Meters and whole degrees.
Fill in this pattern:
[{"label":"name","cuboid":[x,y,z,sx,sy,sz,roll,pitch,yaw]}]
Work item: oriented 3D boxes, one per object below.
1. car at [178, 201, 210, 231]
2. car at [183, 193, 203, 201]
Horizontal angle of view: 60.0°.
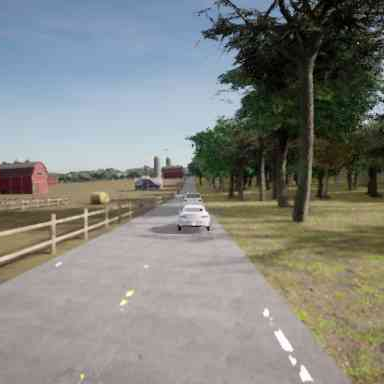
[{"label":"car","cuboid":[0.104,1.483,20.360,1.812,1.442,4.674,0,0,0]},{"label":"car","cuboid":[0.105,1.078,39.771,2.150,2.045,5.566,0,0,0]}]
